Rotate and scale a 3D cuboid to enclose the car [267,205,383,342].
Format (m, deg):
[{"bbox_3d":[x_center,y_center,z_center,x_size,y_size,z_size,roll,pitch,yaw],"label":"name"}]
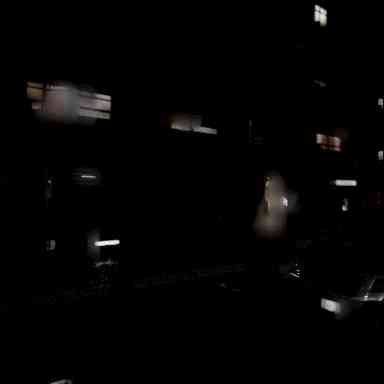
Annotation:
[{"bbox_3d":[4.186,1.294,6.404,5.566,2.045,2.150,1,0,-37],"label":"car"}]

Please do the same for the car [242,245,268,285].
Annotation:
[{"bbox_3d":[3.268,1.630,8.908,4.403,1.369,2.008,1,-1,-36],"label":"car"}]
